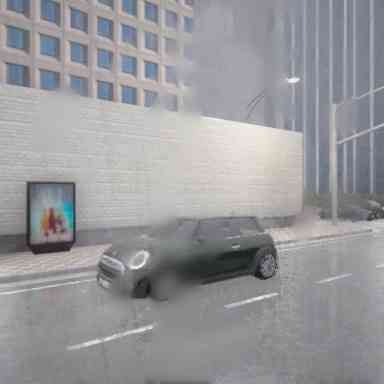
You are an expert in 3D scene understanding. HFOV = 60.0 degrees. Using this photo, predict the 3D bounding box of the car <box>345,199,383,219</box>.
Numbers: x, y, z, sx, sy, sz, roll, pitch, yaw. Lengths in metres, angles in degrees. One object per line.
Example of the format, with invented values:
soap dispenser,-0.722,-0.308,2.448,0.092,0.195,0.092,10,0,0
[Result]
car,15.051,1.407,28.656,2.097,1.767,4.553,0,0,-38

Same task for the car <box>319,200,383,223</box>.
car,12.271,1.619,26.326,1.994,1.385,4.181,0,0,-36

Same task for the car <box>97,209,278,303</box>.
car,0.017,1.352,8.320,4.553,1.767,2.097,0,0,-36

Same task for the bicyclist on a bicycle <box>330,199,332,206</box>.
bicyclist on a bicycle,18.685,1.356,43.961,1.656,1.620,0.582,0,0,-36
